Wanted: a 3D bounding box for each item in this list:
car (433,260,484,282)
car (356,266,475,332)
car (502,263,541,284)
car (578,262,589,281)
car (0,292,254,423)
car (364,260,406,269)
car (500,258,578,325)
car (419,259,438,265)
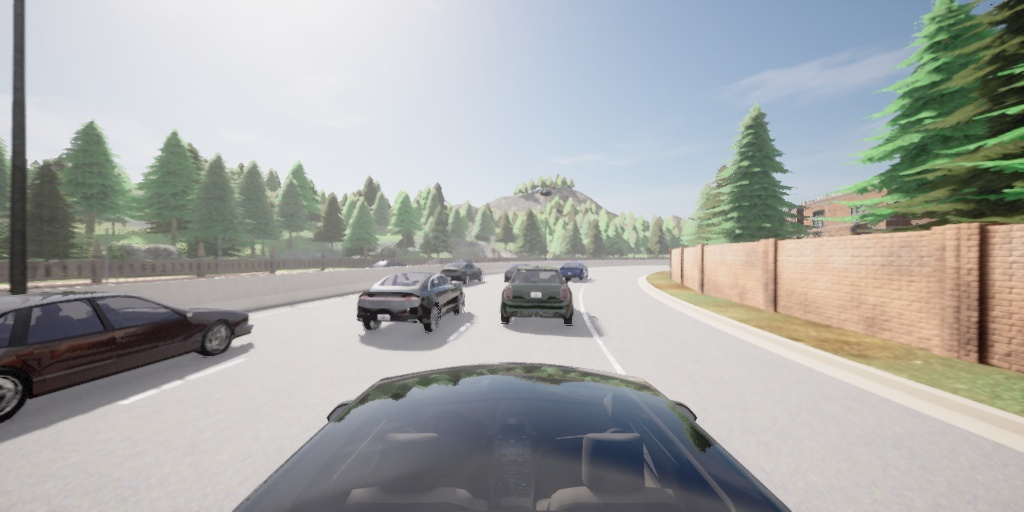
[{"bbox_3d":[-3.495,1.200,25.664,1.837,1.490,4.892,0,0,14],"label":"car"},{"bbox_3d":[-2.751,1.214,10.764,2.128,1.511,4.902,0,0,6],"label":"car"},{"bbox_3d":[0.828,1.277,28.001,1.994,1.385,4.181,0,0,17],"label":"car"},{"bbox_3d":[5.309,1.208,30.446,1.882,1.535,5.008,0,0,19],"label":"car"},{"bbox_3d":[-6.742,1.259,5.445,2.033,1.411,5.357,0,0,3],"label":"car"},{"bbox_3d":[-13.866,1.171,39.725,2.033,1.411,5.357,0,0,21],"label":"car"},{"bbox_3d":[0.914,1.090,12.027,2.097,1.767,4.553,0,0,7],"label":"car"},{"bbox_3d":[-9.011,1.120,42.301,1.882,1.535,5.008,0,0,24],"label":"car"}]
